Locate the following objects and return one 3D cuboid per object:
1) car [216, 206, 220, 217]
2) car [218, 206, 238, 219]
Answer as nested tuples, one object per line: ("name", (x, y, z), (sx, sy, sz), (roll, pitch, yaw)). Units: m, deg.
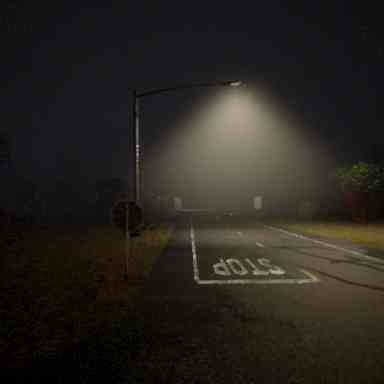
("car", (5.102, 3.134, 55.539), (2.097, 1.767, 4.553), (-1, -2, 0))
("car", (5.164, 3.035, 46.349), (1.994, 1.385, 4.181), (-1, -2, 0))
